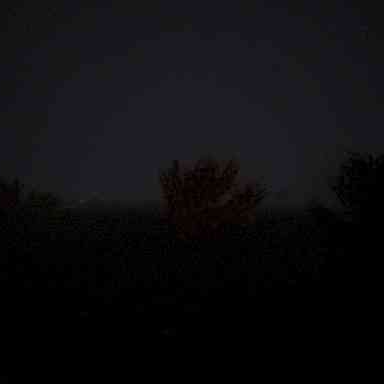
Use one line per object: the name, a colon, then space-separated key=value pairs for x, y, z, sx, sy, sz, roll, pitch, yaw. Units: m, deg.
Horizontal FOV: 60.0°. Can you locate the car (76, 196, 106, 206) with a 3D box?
car: x=-15.182 y=1.394 z=50.048 sx=1.812 sy=1.442 sz=4.674 roll=0 pitch=-1 yaw=36
